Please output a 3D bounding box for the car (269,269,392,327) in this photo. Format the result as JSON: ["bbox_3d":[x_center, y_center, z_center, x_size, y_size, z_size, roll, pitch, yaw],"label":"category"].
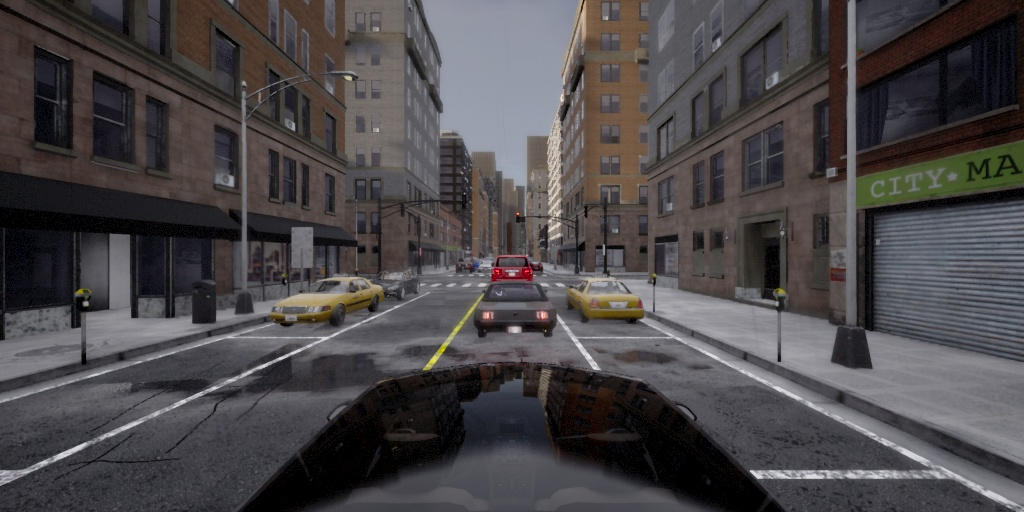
[{"bbox_3d":[-5.666,1.276,11.610,1.751,1.417,4.829,0,0,0],"label":"car"}]

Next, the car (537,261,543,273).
[{"bbox_3d":[2.869,1.308,44.076,1.888,1.381,4.507,0,0,0],"label":"car"}]

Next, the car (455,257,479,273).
[{"bbox_3d":[-5.656,1.078,44.079,2.192,1.841,5.009,0,0,0],"label":"car"}]

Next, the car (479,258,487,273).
[{"bbox_3d":[-3.087,1.289,44.472,1.812,1.442,4.674,0,0,0],"label":"car"}]

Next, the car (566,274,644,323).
[{"bbox_3d":[2.860,1.276,11.947,1.751,1.417,4.829,0,0,0],"label":"car"}]

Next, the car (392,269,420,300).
[{"bbox_3d":[-5.664,1.302,17.305,2.007,1.370,4.403,0,0,0],"label":"car"}]

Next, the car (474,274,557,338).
[{"bbox_3d":[0.084,1.351,10.187,1.895,1.301,4.718,0,0,0],"label":"car"}]

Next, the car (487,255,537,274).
[{"bbox_3d":[0.006,0.974,19.957,2.150,2.045,5.566,0,0,0],"label":"car"}]
